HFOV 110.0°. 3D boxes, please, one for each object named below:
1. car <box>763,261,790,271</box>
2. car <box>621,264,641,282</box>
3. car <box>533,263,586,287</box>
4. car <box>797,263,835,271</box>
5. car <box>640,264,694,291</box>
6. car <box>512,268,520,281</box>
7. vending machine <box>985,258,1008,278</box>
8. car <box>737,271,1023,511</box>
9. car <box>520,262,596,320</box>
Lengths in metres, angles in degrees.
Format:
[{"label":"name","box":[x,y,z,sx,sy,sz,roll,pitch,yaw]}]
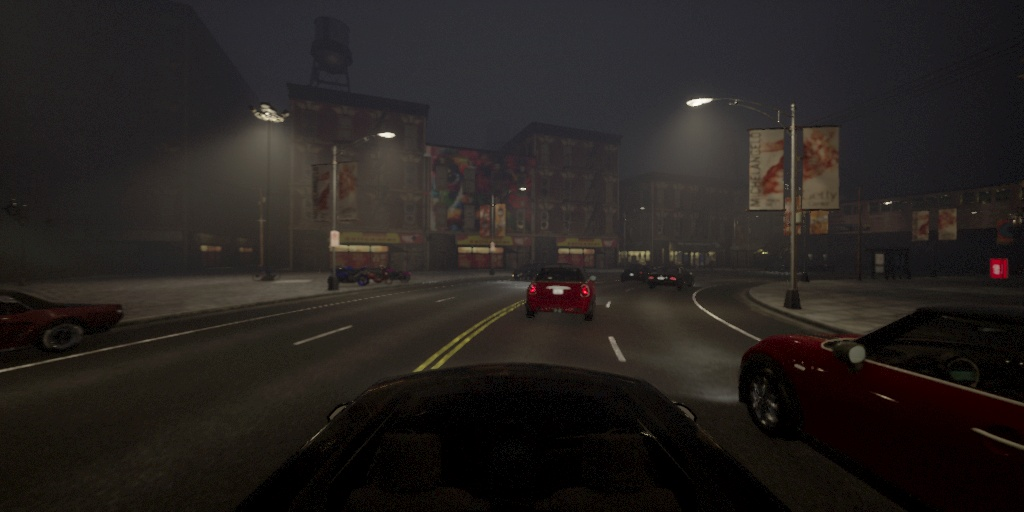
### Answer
[{"label":"car","box":[37.706,1.470,50.060,5.357,1.411,2.033,0,0,-20]},{"label":"car","box":[10.104,1.335,27.801,1.994,1.385,4.181,0,0,41]},{"label":"car","box":[3.451,1.255,25.280,1.812,1.442,4.674,0,0,35]},{"label":"car","box":[40.094,1.545,47.240,4.718,1.301,1.895,0,0,-20]},{"label":"car","box":[10.099,1.329,22.659,2.033,1.411,5.357,0,0,36]},{"label":"car","box":[1.955,1.217,29.114,1.837,1.490,4.892,0,0,38]},{"label":"vending machine","box":[46.497,1.210,34.252,0.880,2.100,1.100,0,0,-21]},{"label":"car","box":[3.810,1.126,2.572,2.097,1.767,4.553,0,0,1]},{"label":"car","box":[1.904,1.094,12.871,2.097,1.767,4.553,0,0,14]}]
